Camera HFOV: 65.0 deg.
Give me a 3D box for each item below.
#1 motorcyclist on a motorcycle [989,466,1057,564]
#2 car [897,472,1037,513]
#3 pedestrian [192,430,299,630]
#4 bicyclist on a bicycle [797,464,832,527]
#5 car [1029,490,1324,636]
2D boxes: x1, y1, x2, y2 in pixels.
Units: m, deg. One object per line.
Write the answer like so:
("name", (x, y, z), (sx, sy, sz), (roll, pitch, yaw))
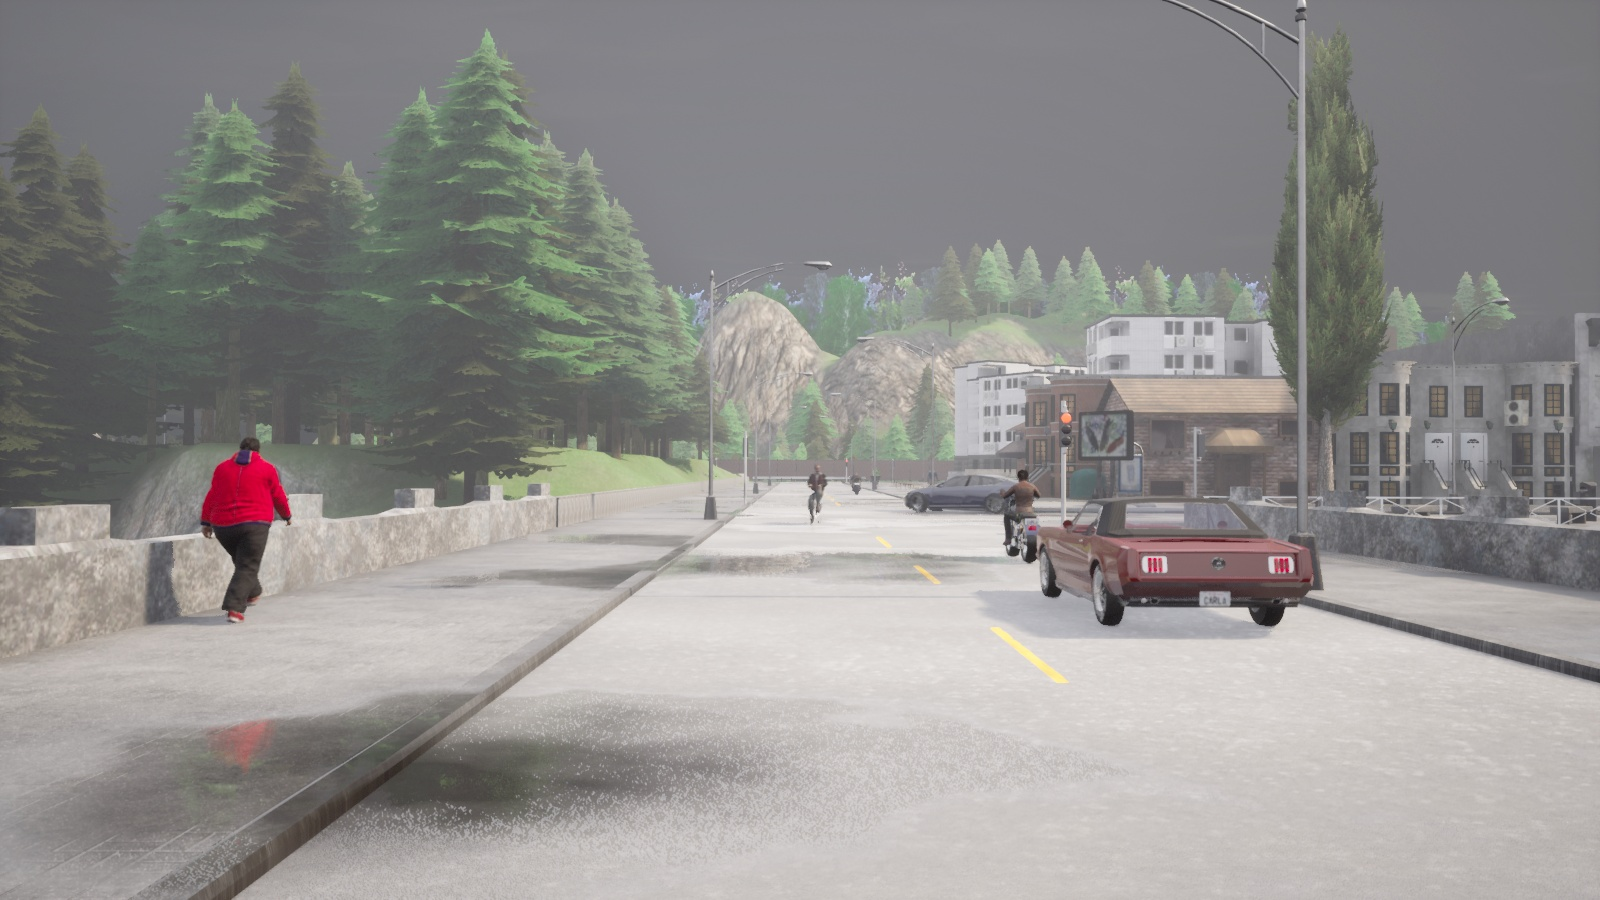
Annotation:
("motorcyclist on a motorcycle", (3.944, 1.124, 22.380), (0.766, 1.649, 2.350), (0, -1, 0))
("car", (6.295, 1.583, 47.472), (4.792, 1.488, 2.163), (-1, -1, 29))
("pedestrian", (-5.330, 0.749, 12.111), (0.634, 1.844, 0.899), (0, -1, -1))
("bicyclist on a bicycle", (0.429, 1.290, 36.230), (0.659, 1.776, 1.843), (1, -1, 11))
("car", (3.964, 1.136, 14.161), (1.895, 1.301, 4.718), (0, -1, 0))
